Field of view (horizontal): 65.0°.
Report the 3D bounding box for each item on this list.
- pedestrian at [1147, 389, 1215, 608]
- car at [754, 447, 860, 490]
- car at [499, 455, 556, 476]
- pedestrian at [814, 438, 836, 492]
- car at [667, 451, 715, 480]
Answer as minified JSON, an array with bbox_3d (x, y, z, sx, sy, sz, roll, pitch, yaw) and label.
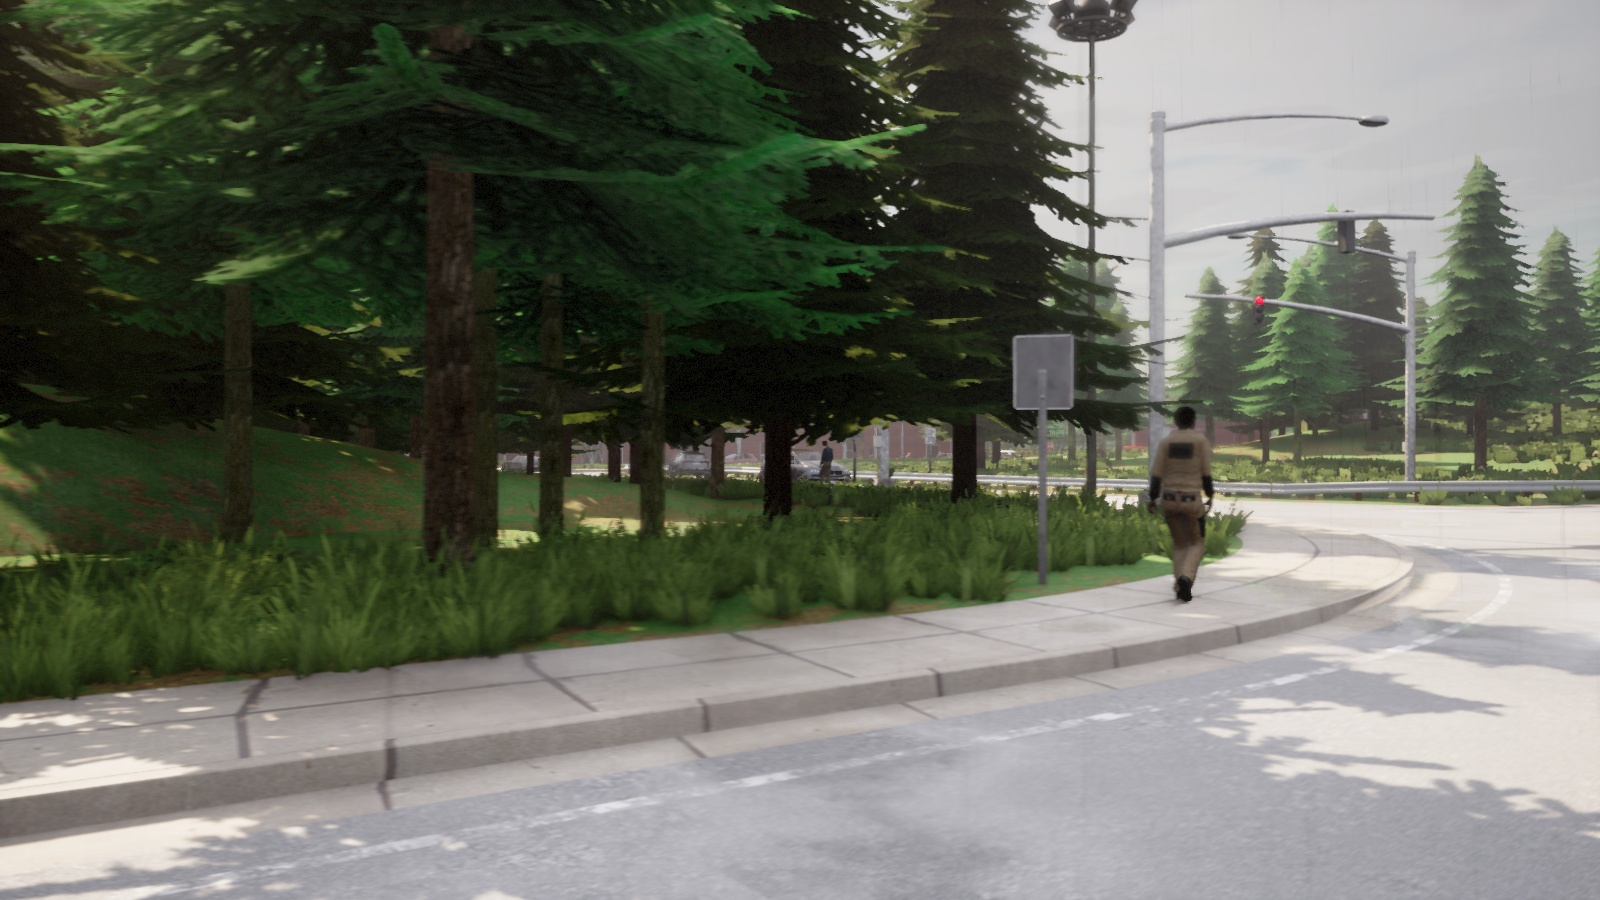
[{"bbox_3d":[3.501,0.430,11.513,0.396,1.930,0.692,0,0,35],"label":"pedestrian"},{"bbox_3d":[0.216,0.728,51.881,2.242,1.667,4.611,0,0,-32],"label":"car"},{"bbox_3d":[-18.882,1.075,86.929,2.033,1.411,5.357,0,0,-34],"label":"car"},{"bbox_3d":[0.873,0.522,43.505,0.370,1.835,0.726,0,0,-41],"label":"pedestrian"},{"bbox_3d":[-6.424,0.886,73.322,2.033,1.649,4.856,0,0,-14],"label":"car"}]
